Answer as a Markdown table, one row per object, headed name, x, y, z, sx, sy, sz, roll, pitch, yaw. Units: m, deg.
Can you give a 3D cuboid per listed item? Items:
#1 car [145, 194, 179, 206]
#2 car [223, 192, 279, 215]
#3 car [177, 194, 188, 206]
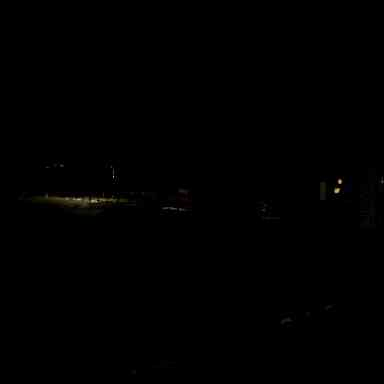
| name | x | y | z | sx | sy | sz | roll | pitch | yaw |
| --- | --- | --- | --- | --- | --- | --- | --- | --- | --- |
| car | -4.122 | 1.218 | 42.529 | 1.895 | 1.301 | 4.718 | 1 | 0 | -36 |
| car | 5.144 | 1.003 | 29.841 | 2.150 | 2.045 | 5.566 | 1 | 0 | -36 |
| car | -2.467 | 0.987 | 45.253 | 2.097 | 1.767 | 4.553 | 1 | 0 | -36 |
